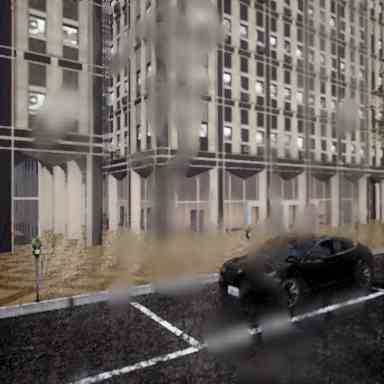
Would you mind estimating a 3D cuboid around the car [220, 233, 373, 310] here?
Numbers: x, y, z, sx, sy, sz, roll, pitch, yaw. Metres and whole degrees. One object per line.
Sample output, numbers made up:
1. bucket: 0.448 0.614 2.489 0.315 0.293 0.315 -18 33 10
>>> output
1. car: 2.676 1.708 8.122 4.313 1.339 1.947 1 -2 -33
